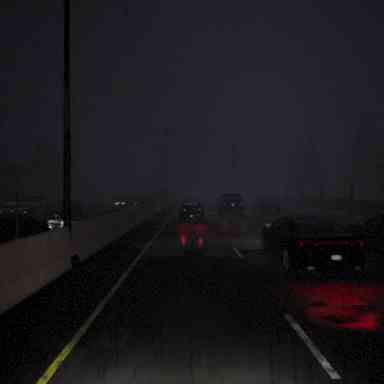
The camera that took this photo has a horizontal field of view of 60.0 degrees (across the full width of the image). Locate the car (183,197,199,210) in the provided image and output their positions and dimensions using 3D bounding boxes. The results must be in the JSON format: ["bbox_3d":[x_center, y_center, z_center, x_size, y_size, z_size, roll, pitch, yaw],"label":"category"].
[{"bbox_3d":[-0.132,1.460,43.044,2.033,1.411,5.357,0,0,0],"label":"car"}]

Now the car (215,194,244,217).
[{"bbox_3d":[3.436,1.156,30.691,2.150,2.045,5.566,0,0,0],"label":"car"}]

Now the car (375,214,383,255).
[{"bbox_3d":[7.035,1.448,11.288,1.882,1.535,5.008,0,0,0],"label":"car"}]

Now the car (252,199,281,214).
[{"bbox_3d":[6.933,1.408,31.157,1.882,1.535,5.008,0,0,0],"label":"car"}]

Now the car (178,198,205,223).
[{"bbox_3d":[-0.035,1.441,25.373,2.128,1.511,4.902,0,0,0],"label":"car"}]

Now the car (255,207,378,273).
[{"bbox_3d":[3.537,1.452,10.639,1.882,1.535,5.008,0,0,0],"label":"car"}]

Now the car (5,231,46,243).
[{"bbox_3d":[-7.164,1.529,12.450,2.033,1.411,5.357,0,0,0],"label":"car"}]
